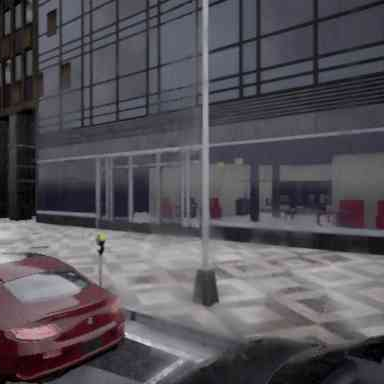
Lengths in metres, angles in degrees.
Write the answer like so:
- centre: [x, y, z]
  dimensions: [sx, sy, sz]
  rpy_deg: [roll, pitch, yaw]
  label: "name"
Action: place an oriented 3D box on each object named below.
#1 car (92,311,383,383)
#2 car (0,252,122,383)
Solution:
- centre: [1.666, 1.562, 1.785]
  dimensions: [4.313, 1.339, 1.947]
  rpy_deg: [0, 0, 35]
  label: "car"
- centre: [-2.811, 1.577, 4.956]
  dimensions: [4.206, 1.307, 1.802]
  rpy_deg: [0, 0, 35]
  label: "car"
